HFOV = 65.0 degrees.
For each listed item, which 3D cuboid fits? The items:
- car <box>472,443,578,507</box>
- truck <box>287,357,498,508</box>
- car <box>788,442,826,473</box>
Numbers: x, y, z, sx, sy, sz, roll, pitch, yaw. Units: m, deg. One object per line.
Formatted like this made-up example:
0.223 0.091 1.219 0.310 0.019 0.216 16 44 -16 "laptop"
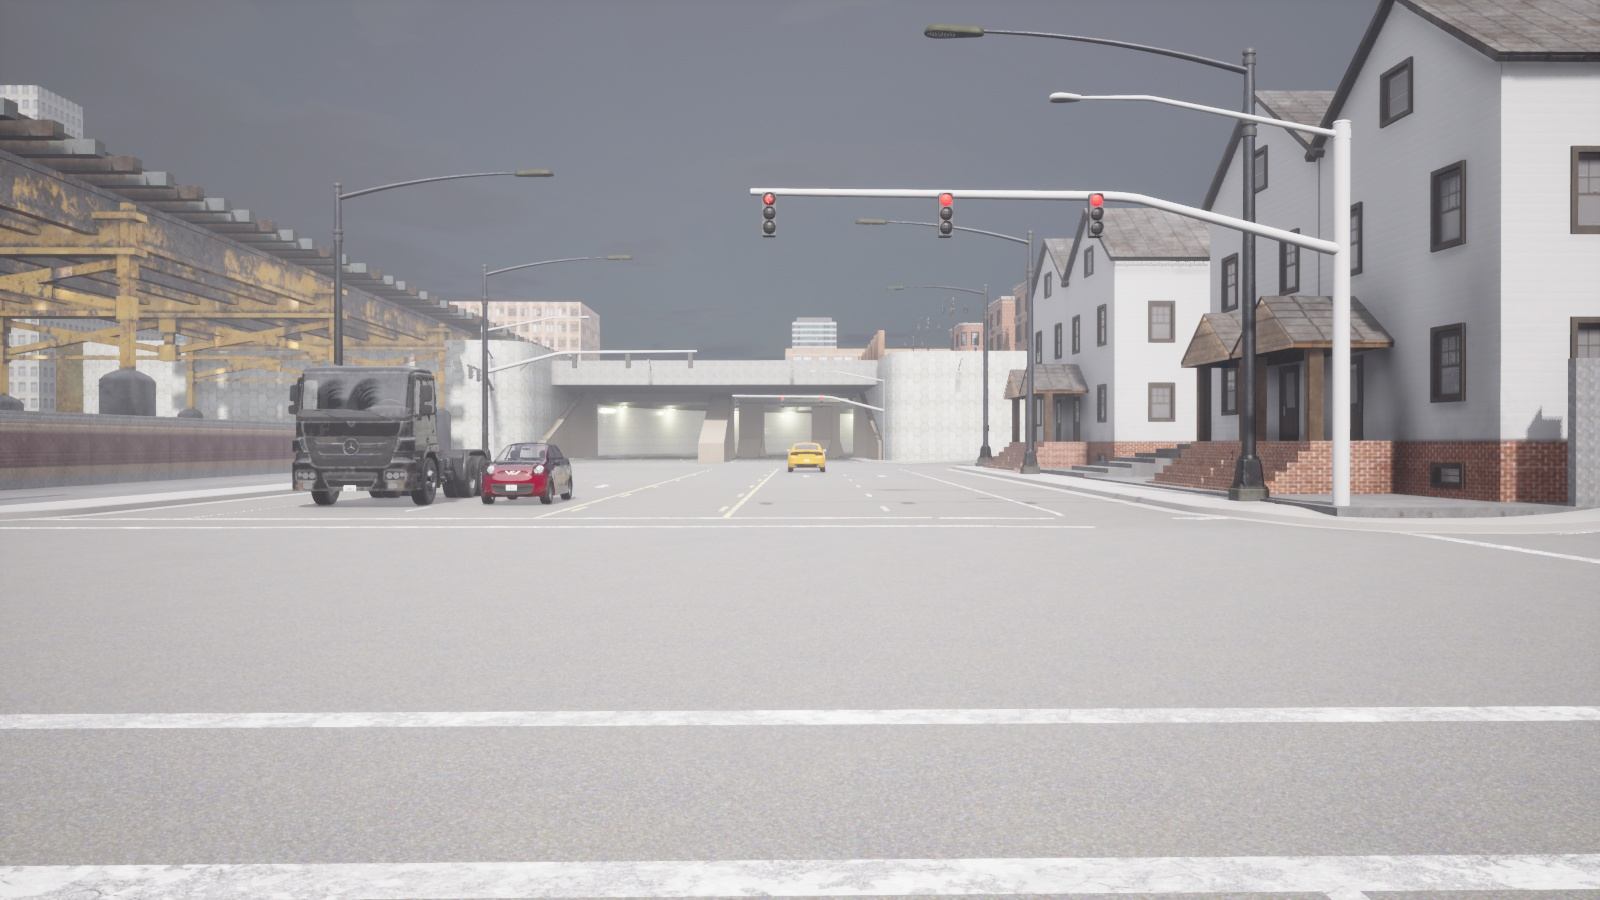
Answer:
-6.827 0.577 31.538 1.845 1.501 3.633 0 0 0 "car"
-10.319 -0.429 32.822 2.891 3.462 7.936 0 0 0 "truck"
0.343 0.357 65.105 1.882 1.535 5.008 0 0 0 "car"
